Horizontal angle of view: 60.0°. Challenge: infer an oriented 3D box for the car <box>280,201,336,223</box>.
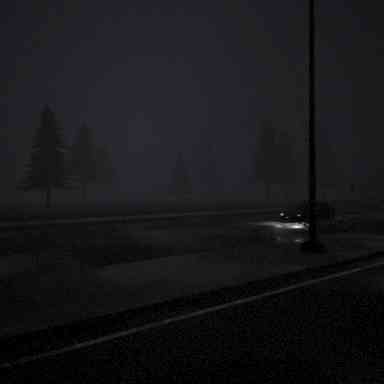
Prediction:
[{"bbox_3d":[8.410,1.409,23.939,4.892,1.490,1.837,-2,1,-35],"label":"car"}]
